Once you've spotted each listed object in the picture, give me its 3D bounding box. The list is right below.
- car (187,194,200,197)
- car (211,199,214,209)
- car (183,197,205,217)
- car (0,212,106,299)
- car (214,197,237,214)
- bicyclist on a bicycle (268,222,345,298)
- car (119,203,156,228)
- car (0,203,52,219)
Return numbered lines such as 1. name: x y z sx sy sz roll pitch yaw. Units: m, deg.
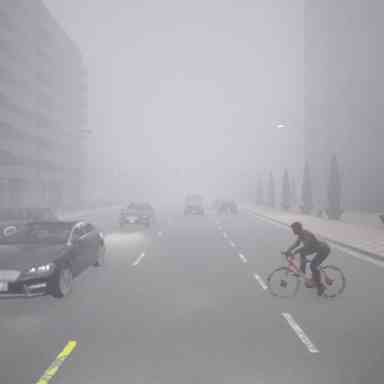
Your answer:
1. car: 0.220 1.221 43.892 2.150 2.045 5.566 0 0 1
2. car: 3.663 1.504 45.585 1.837 1.490 4.892 0 0 1
3. car: 0.181 1.525 31.061 1.812 1.442 4.674 0 0 0
4. car: -3.616 1.492 8.614 2.128 1.511 4.902 0 0 0
5. car: 3.659 1.504 35.318 1.837 1.490 4.892 0 0 1
6. bicyclist on a bicycle: 2.398 1.452 7.023 1.656 1.620 0.582 -2 0 0
7. car: -3.559 1.492 22.206 2.128 1.511 4.902 0 0 0
8. car: -7.085 1.353 13.410 2.097 1.767 4.553 0 0 0
